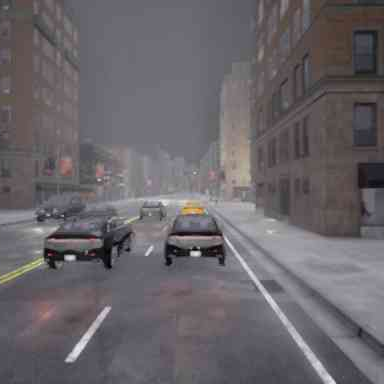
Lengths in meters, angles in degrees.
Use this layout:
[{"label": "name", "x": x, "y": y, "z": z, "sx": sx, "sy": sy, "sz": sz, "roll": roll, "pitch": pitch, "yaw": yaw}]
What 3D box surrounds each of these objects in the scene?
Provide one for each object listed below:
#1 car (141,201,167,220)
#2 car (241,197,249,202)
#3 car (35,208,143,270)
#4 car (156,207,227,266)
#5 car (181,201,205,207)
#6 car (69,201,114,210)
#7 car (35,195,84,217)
[{"label": "car", "x": -3.150, "y": 1.496, "z": 27.553, "sx": 2.128, "sy": 1.511, "sz": 4.902, "roll": 0, "pitch": 0, "yaw": 0}, {"label": "car", "x": 12.400, "y": 1.614, "z": 69.669, "sx": 4.313, "sy": 1.339, "sz": 1.947, "roll": 0, "pitch": 0, "yaw": 0}, {"label": "car", "x": -3.151, "y": 1.493, "z": 11.027, "sx": 2.128, "sy": 1.511, "sz": 4.902, "roll": 0, "pitch": 0, "yaw": 0}, {"label": "car", "x": 0.100, "y": 1.493, "z": 11.567, "sx": 2.128, "sy": 1.511, "sz": 4.902, "roll": 0, "pitch": 0, "yaw": 0}, {"label": "car", "x": 0.100, "y": 1.483, "z": 29.126, "sx": 1.882, "sy": 1.535, "sz": 5.008, "roll": 0, "pitch": 0, "yaw": 0}, {"label": "car", "x": -6.600, "y": 1.551, "z": 23.655, "sx": 2.033, "sy": 1.411, "sz": 5.357, "roll": 0, "pitch": 0, "yaw": 0}, {"label": "car", "x": -9.851, "y": 1.227, "z": 25.550, "sx": 2.150, "sy": 2.045, "sz": 5.566, "roll": 0, "pitch": 0, "yaw": 0}]
